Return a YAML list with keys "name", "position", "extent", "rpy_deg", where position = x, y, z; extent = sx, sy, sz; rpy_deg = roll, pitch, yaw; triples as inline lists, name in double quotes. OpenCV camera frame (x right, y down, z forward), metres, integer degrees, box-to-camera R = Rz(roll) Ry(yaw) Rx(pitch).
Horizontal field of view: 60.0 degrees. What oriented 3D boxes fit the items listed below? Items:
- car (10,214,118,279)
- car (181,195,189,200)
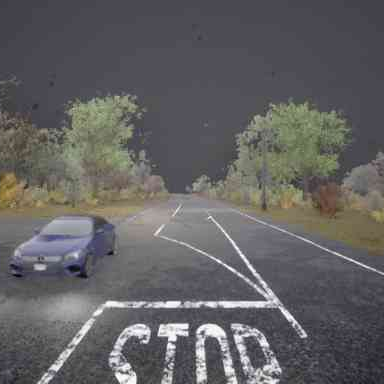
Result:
- name: "car"
  position: [-3.482, 1.421, 9.956]
  extent: [1.812, 1.442, 4.674]
  rpy_deg: [1, 1, 0]
- name: "car"
  position: [-1.979, 1.605, 93.846]
  extent: [2.033, 1.411, 5.357]
  rpy_deg: [0, 0, 5]
